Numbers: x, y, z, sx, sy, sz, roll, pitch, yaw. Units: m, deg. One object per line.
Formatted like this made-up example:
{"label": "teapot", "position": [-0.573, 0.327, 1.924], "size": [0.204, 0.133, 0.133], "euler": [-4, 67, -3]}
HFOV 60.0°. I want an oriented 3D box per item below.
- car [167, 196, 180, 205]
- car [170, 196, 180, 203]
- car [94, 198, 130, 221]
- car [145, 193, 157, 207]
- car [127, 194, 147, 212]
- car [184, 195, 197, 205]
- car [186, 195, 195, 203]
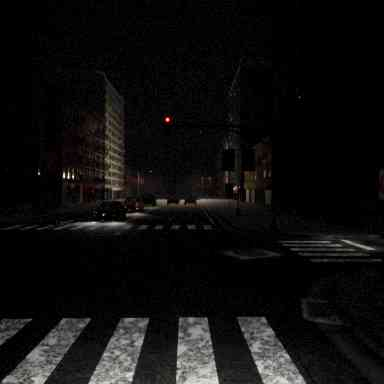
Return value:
{"label": "car", "position": [-3.416, 1.468, 59.665], "size": [1.882, 1.535, 5.008], "euler": [0, 0, 0]}
{"label": "car", "position": [-3.475, 1.588, 69.819], "size": [1.895, 1.301, 4.718], "euler": [0, 0, 0]}
{"label": "car", "position": [-6.724, 1.504, 27.665], "size": [1.837, 1.490, 4.892], "euler": [0, 0, 0]}
{"label": "car", "position": [-6.822, 1.216, 52.126], "size": [2.150, 2.045, 5.566], "euler": [0, 0, 0]}
{"label": "car", "position": [-6.772, 1.349, 37.757], "size": [2.097, 1.767, 4.553], "euler": [0, 0, -1]}
{"label": "car", "position": [-0.258, 1.342, 58.236], "size": [2.097, 1.767, 4.553], "euler": [0, 0, 0]}
{"label": "car", "position": [-0.303, 1.465, 68.268], "size": [1.882, 1.535, 5.008], "euler": [0, 0, 0]}
